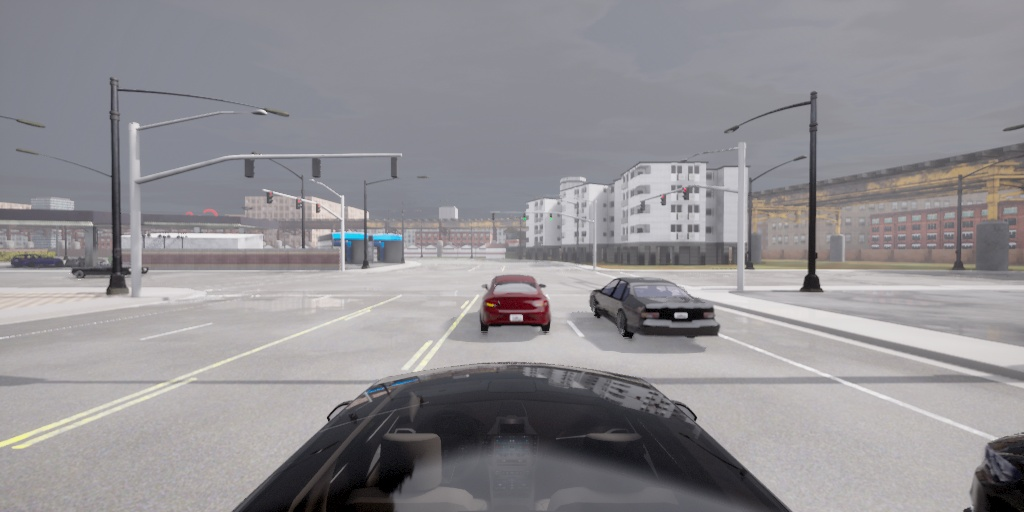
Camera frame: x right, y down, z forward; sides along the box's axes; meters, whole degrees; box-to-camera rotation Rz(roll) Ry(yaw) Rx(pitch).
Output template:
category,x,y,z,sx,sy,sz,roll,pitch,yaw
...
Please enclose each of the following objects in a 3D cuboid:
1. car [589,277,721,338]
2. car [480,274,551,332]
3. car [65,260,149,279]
category,x,y,z,sx,sy,sz,roll,pitch,yaw
car,3.580,1.296,10.109,2.033,1.411,5.357,0,0,0
car,0.065,1.269,10.699,1.812,1.442,4.674,0,0,-1
car,-33.781,1.187,30.139,4.718,1.301,1.895,0,1,-1
